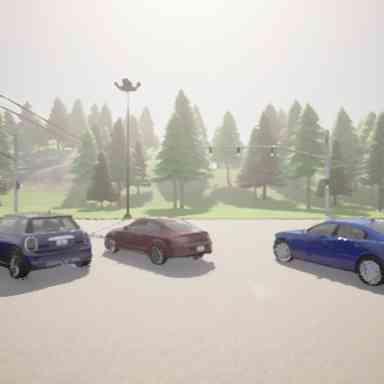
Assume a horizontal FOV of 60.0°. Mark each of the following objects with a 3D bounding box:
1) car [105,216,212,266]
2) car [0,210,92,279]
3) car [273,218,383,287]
[{"bbox_3d":[-1.319,1.574,11.857,1.812,1.442,4.674,1,-1,-43],"label":"car"},{"bbox_3d":[-5.156,1.405,10.493,4.553,1.767,2.097,0,0,41],"label":"car"},{"bbox_3d":[4.472,1.503,9.681,1.882,1.535,5.008,1,-1,-27],"label":"car"}]
